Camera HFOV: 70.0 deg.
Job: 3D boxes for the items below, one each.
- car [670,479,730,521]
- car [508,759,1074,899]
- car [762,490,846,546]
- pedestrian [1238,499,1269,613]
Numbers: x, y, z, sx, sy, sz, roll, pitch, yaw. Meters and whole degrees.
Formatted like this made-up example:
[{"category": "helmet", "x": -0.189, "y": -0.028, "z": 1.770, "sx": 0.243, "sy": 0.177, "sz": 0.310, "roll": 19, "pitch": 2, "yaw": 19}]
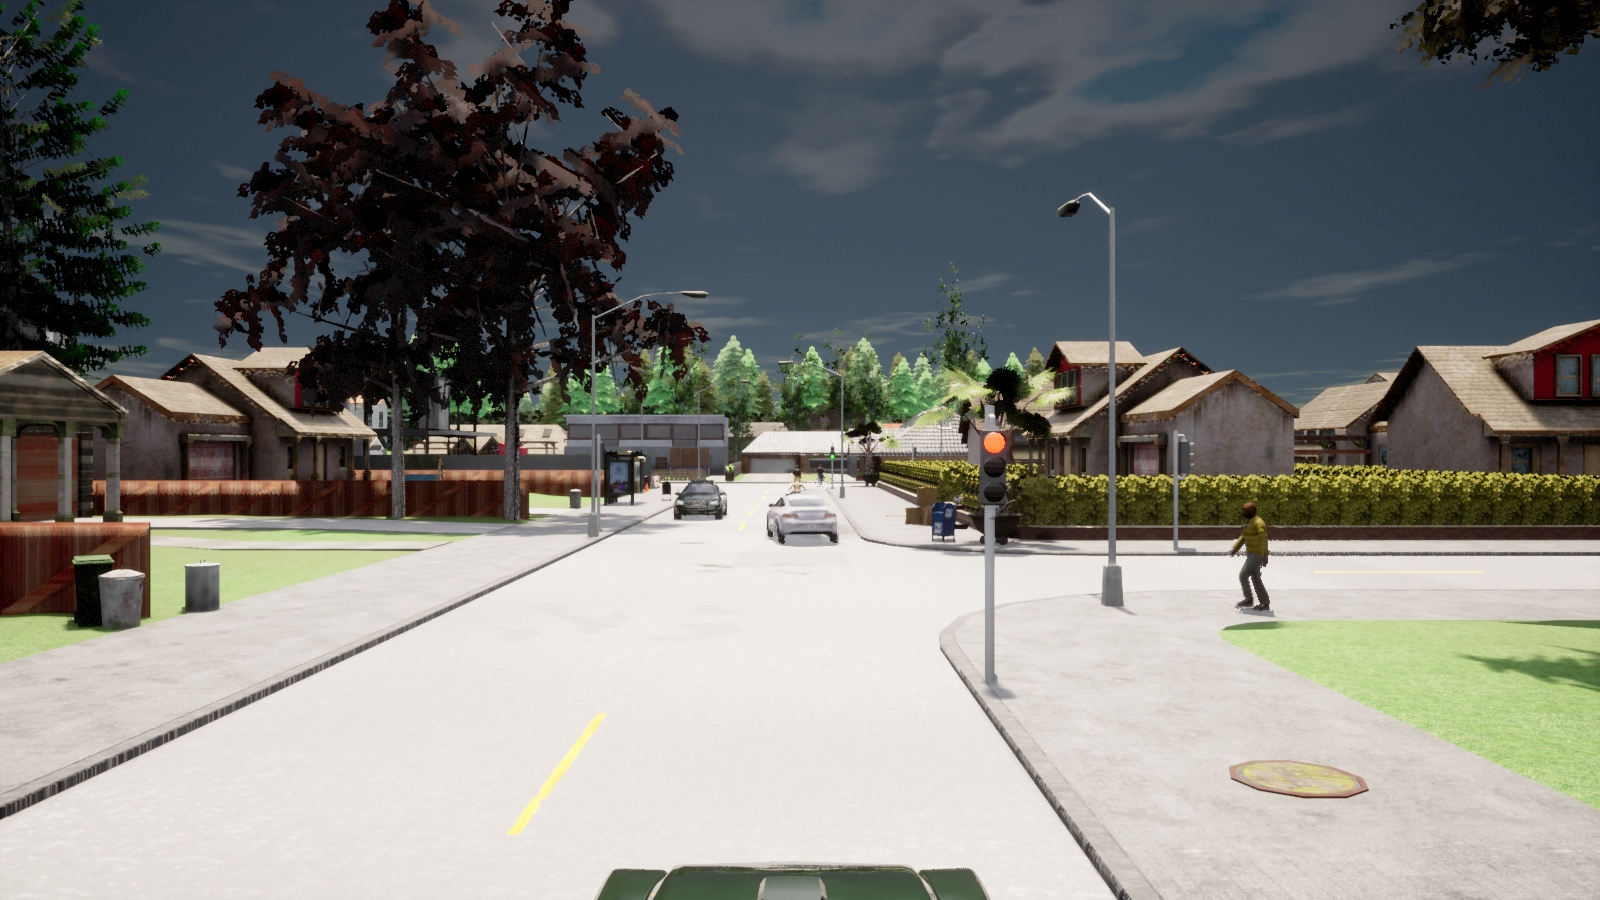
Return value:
[{"category": "car", "x": -4.107, "y": 2.038, "z": 47.608, "sx": 2.038, "sy": 1.542, "sz": 4.974, "roll": 0, "pitch": 0, "yaw": 0}, {"category": "car", "x": -0.028, "y": 2.155, "z": 3.193, "sx": 1.895, "sy": 1.301, "sz": 4.718, "roll": 0, "pitch": 0, "yaw": 0}, {"category": "car", "x": 0.043, "y": 2.081, "z": 35.836, "sx": 2.002, "sy": 1.442, "sz": 4.674, "roll": 0, "pitch": 0, "yaw": -8}, {"category": "pedestrian", "x": 7.495, "y": 1.743, "z": 18.881, "sx": 0.375, "sy": 1.860, "sz": 0.375, "roll": 0, "pitch": 0, "yaw": 2}]
